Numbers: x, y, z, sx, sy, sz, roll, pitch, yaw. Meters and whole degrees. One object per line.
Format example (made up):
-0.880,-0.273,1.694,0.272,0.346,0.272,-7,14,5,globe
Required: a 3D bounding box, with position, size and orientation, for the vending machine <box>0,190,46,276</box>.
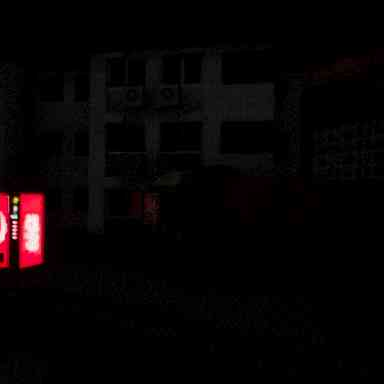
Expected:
-4.659,1.005,8.860,0.880,2.100,1.100,1,1,22,vending machine
